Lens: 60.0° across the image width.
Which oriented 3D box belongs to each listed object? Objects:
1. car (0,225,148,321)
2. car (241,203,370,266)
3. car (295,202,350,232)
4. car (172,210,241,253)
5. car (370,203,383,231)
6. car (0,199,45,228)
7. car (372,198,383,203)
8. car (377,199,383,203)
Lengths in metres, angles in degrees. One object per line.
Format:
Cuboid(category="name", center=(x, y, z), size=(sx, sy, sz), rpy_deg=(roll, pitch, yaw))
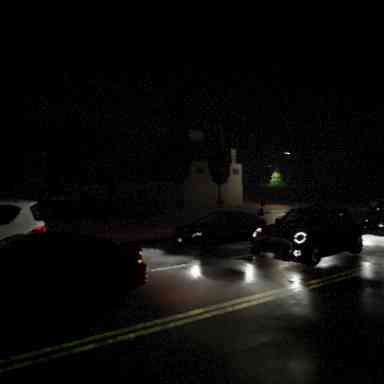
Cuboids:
Cuboid(category="car", center=(-3.072, 1.514, 6.170), size=(4.674, 1.442, 1.812), rpy_deg=(0, 0, -36))
Cuboid(category="car", center=(4.097, 1.337, 11.626), size=(4.553, 1.767, 2.097), rpy_deg=(0, 0, -41))
Cuboid(category="car", center=(8.389, 1.466, 21.085), size=(2.128, 1.511, 4.902), rpy_deg=(0, 0, 36))
Cuboid(category="car", center=(1.350, 1.506, 13.859), size=(4.674, 1.442, 1.812), rpy_deg=(0, 0, -39))
Cuboid(category="car", center=(10.886, 1.543, 18.672), size=(1.994, 1.385, 4.181), rpy_deg=(0, 0, 37))
Cuboid(category="car", center=(-6.467, 1.205, 8.017), size=(5.566, 2.045, 2.150), rpy_deg=(0, 0, -35))
Cuboid(category="car", center=(16.145, 1.475, 27.213), size=(1.837, 1.490, 4.892), rpy_deg=(0, 0, 25))
Cuboid(category="car", center=(13.900, 1.503, 22.426), size=(2.128, 1.511, 4.902), rpy_deg=(0, 0, 31))
